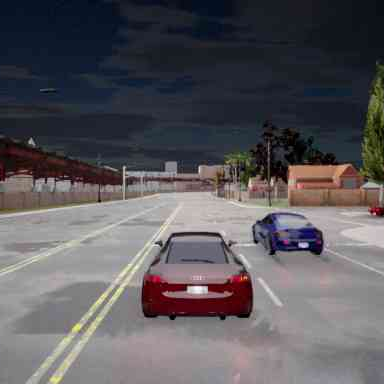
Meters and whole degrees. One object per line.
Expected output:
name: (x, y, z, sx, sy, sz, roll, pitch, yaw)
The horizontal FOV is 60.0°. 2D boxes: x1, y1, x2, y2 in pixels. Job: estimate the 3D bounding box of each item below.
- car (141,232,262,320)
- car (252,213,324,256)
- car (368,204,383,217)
car: (0.086, 1.564, 7.421, 1.994, 1.385, 4.181, 0, 0, 0)
car: (3.575, 1.525, 12.979, 1.812, 1.442, 4.674, 0, 0, 0)
car: (18.188, 1.601, 29.070, 4.718, 1.301, 1.895, 0, 0, 0)
